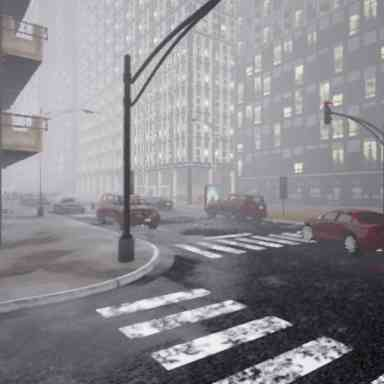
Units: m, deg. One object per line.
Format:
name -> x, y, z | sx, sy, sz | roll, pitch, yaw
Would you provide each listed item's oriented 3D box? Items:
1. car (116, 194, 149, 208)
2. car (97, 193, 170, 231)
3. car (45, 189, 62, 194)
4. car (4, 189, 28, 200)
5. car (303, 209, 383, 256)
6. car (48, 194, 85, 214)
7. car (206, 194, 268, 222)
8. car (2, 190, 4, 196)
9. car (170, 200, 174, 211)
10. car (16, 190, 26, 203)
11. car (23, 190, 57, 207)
car -> -6.696, 0.993, 36.972 | 1.947, 1.339, 4.313 | 2, 0, -36
car -> -3.651, 1.021, 18.533 | 2.192, 1.841, 5.009 | 2, 0, -36
car -> -26.257, 0.334, 63.900 | 1.887, 1.381, 4.507 | 2, 0, -36
car -> -26.475, 0.514, 49.942 | 1.887, 1.381, 4.507 | 2, 0, -36
car -> 6.166, 1.395, 12.949 | 1.882, 1.535, 5.008 | 2, 1, -9
car -> -10.178, 1.080, 27.507 | 1.802, 1.307, 4.206 | 2, 0, -36
car -> 3.092, 1.055, 23.508 | 2.192, 1.841, 5.009 | 2, 0, -36
car -> -39.509, -0.018, 67.889 | 1.967, 1.590, 4.097 | 2, 0, -36
car -> -3.435, 1.098, 32.484 | 1.947, 1.339, 4.313 | 2, 0, -36
car -> -19.956, 0.764, 40.968 | 1.802, 1.307, 4.206 | 2, 0, -36
car -> -16.697, 0.838, 36.481 | 2.008, 1.369, 4.403 | 2, 0, -36
